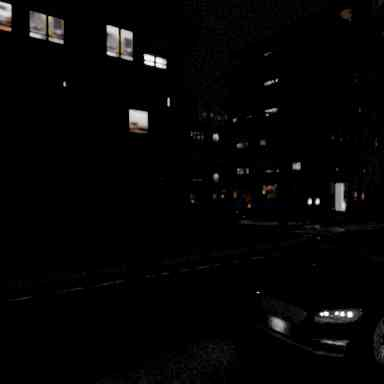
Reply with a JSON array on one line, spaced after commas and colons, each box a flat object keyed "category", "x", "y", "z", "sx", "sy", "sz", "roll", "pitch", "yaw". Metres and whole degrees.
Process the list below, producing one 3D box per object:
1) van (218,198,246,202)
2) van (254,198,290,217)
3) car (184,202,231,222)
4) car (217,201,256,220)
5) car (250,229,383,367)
[{"category": "van", "x": 4.391, "y": 1.532, "z": 37.524, "sx": 1.690, "sy": 1.788, "sz": 3.998, "roll": -2, "pitch": 0, "yaw": -36}, {"category": "van", "x": 7.709, "y": 1.458, "z": 33.011, "sx": 1.690, "sy": 1.788, "sz": 3.998, "roll": -2, "pitch": 0, "yaw": -36}, {"category": "car", "x": 0.974, "y": 1.777, "z": 28.089, "sx": 1.802, "sy": 1.307, "sz": 4.206, "roll": -2, "pitch": 0, "yaw": -36}, {"category": "car", "x": 3.028, "y": 1.772, "z": 29.628, "sx": 1.895, "sy": 1.301, "sz": 4.718, "roll": -1, "pitch": 0, "yaw": -36}, {"category": "car", "x": 3.126, "y": 1.465, "z": 5.800, "sx": 4.902, "sy": 1.511, "sz": 2.128, "roll": 0, "pitch": 0, "yaw": -36}]
